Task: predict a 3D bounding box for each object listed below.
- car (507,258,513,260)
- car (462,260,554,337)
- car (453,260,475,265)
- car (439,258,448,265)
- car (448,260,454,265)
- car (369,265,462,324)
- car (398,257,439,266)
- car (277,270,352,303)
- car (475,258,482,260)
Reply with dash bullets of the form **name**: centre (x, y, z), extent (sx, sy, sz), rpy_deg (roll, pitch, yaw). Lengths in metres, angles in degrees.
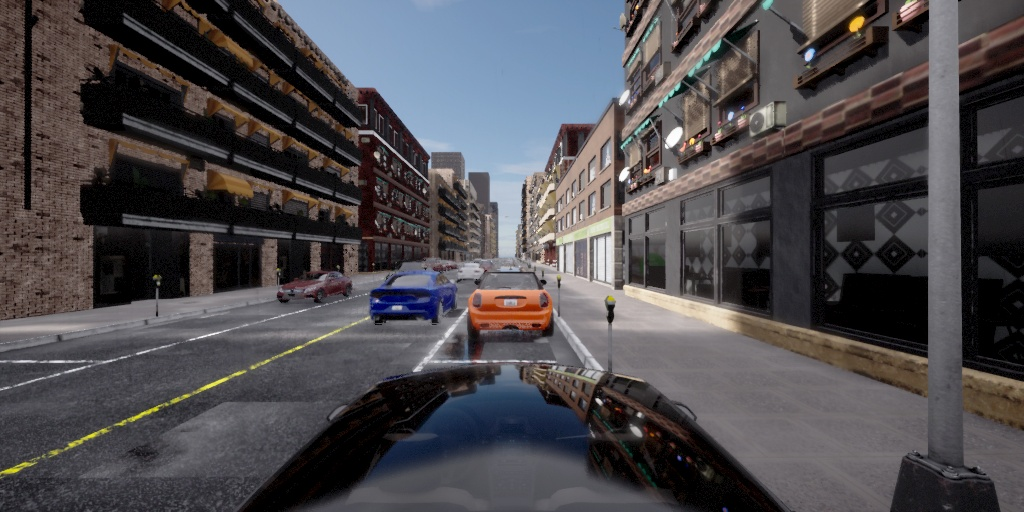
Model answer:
- **car**: centre (-0.456, 1.275, 39.173), extent (1.751, 1.417, 4.829), rpy_deg (0, 0, 0)
- **car**: centre (-0.032, 1.103, 10.469), extent (2.097, 1.767, 4.553), rpy_deg (0, 0, 0)
- **car**: centre (-3.145, 1.276, 28.022), extent (1.812, 1.442, 4.674), rpy_deg (0, 0, 0)
- **car**: centre (-8.837, 1.064, 39.007), extent (2.192, 1.841, 5.009), rpy_deg (0, 0, 0)
- **car**: centre (-8.837, 1.188, 44.643), extent (1.967, 1.591, 4.097), rpy_deg (0, 0, 0)
- **car**: centre (-3.046, 1.228, 11.986), extent (1.882, 1.535, 5.008), rpy_deg (0, 0, 0)
- **car**: centre (-6.246, 1.103, 22.313), extent (2.097, 1.767, 4.553), rpy_deg (0, 0, 0)
- **car**: centre (-8.837, 1.333, 16.462), extent (1.802, 1.307, 4.207), rpy_deg (0, 0, 0)
- **car**: centre (-3.046, 1.313, 42.840), extent (1.994, 1.385, 4.181), rpy_deg (0, 0, 0)
